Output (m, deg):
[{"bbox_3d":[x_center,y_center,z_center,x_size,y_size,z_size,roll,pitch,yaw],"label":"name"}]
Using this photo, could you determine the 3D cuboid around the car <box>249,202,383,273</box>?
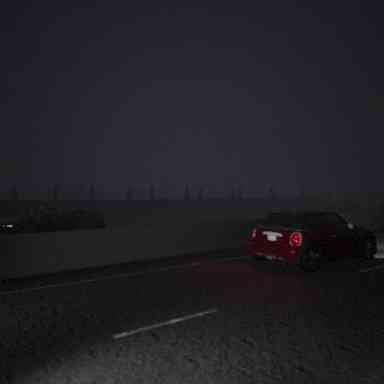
[{"bbox_3d":[4.059,1.362,10.917,4.553,1.767,2.097,0,0,-35],"label":"car"}]

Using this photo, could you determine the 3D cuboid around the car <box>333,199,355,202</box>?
[{"bbox_3d":[16.949,1.552,37.493,5.008,1.535,1.882,0,0,-35],"label":"car"}]

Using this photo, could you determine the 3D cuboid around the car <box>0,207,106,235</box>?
[{"bbox_3d":[-6.729,1.491,16.384,4.902,1.511,2.128,0,0,-35],"label":"car"}]
